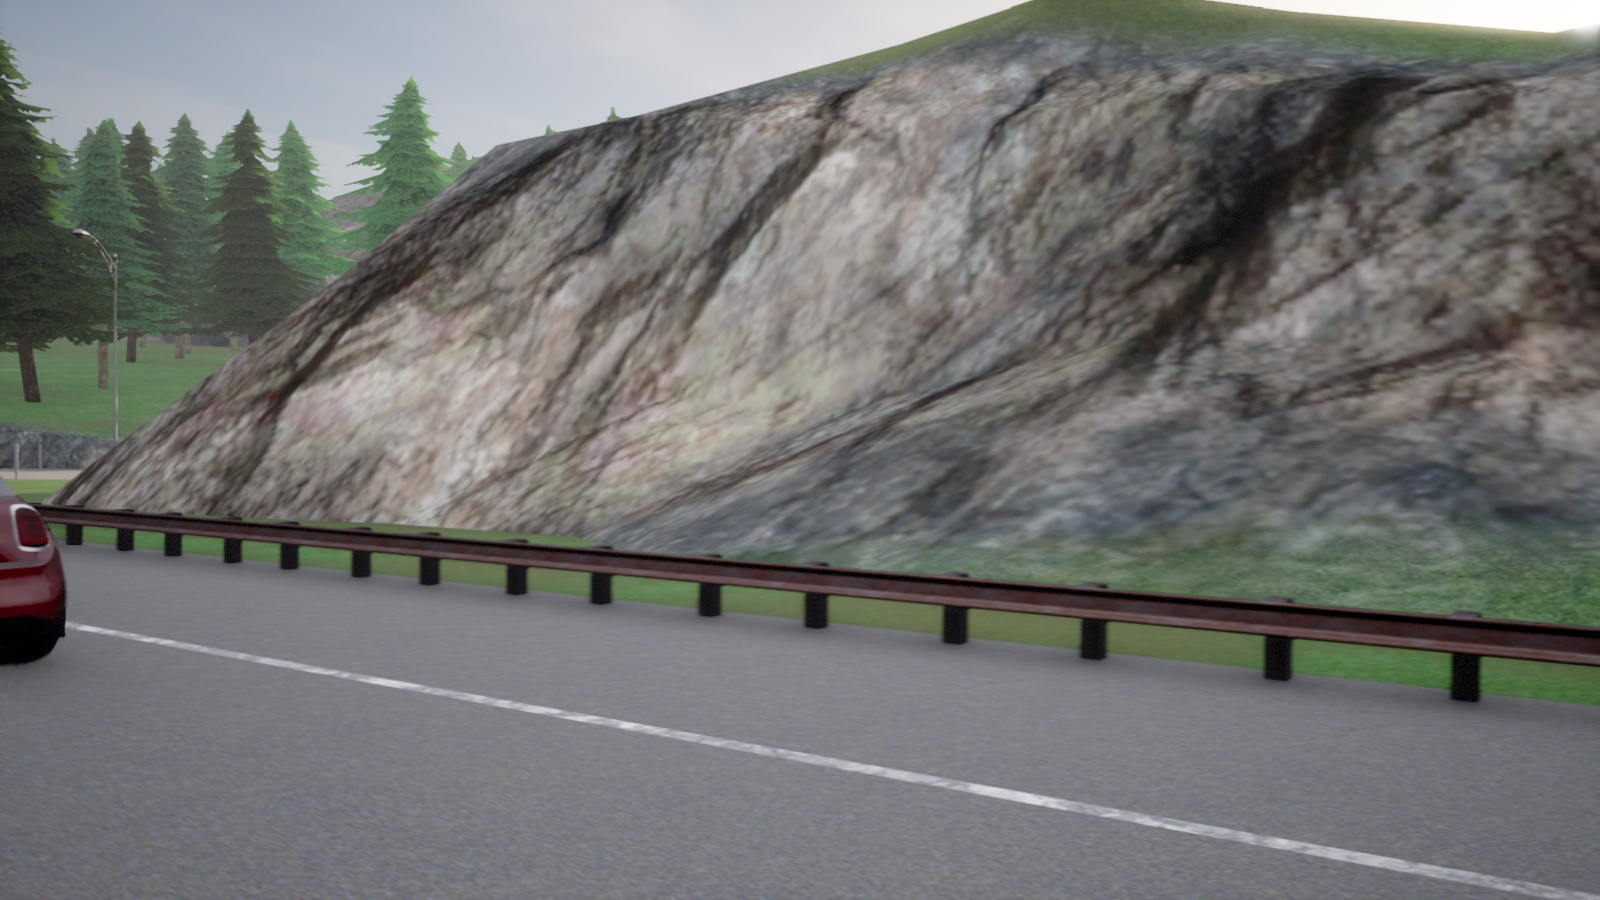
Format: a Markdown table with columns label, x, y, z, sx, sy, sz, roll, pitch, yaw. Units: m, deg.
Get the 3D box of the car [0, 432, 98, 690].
| label | x | y | z | sx | sy | sz | roll | pitch | yaw |
| --- | --- | --- | --- | --- | --- | --- | --- | --- | --- |
| car | -6.426 | 0.647 | 7.894 | 3.806 | 1.475 | 1.970 | 0 | 1 | 34 |
